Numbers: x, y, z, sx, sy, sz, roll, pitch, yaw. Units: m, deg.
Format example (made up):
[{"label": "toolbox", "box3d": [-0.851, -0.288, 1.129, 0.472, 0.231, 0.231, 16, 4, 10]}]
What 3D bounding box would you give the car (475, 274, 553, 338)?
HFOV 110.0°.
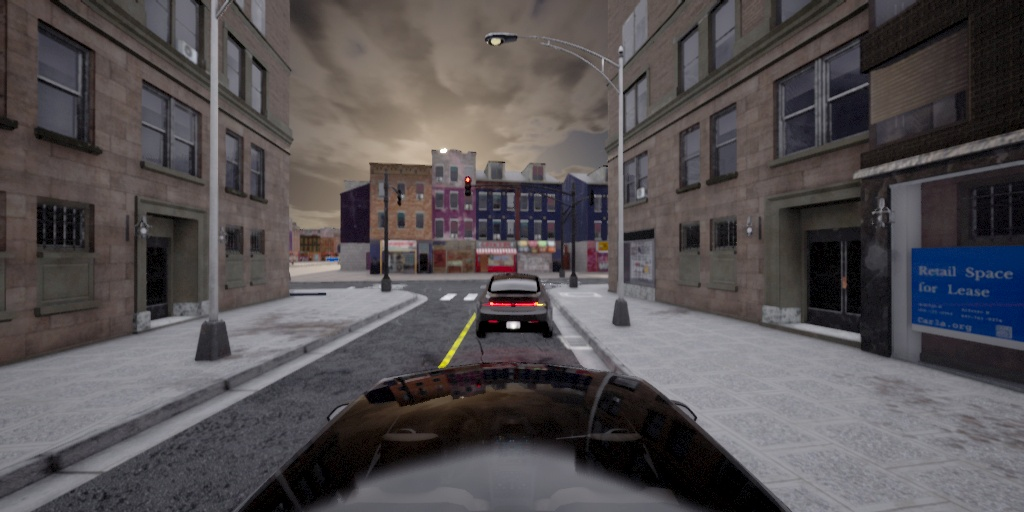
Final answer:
[{"label": "car", "box3d": [0.100, 1.238, 10.147, 1.837, 1.490, 4.892, 0, 0, 2]}]
